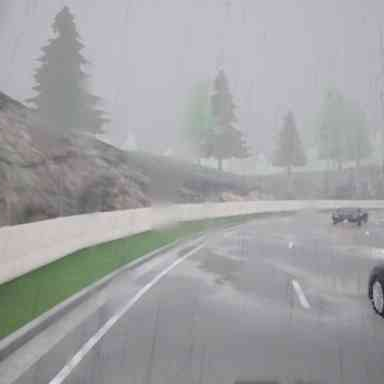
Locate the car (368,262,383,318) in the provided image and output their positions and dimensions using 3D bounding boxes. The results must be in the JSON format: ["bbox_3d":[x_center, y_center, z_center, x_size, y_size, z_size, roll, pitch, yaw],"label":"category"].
[{"bbox_3d":[4.168,1.553,4.557,1.837,1.490,4.892,0,0,6],"label":"car"}]

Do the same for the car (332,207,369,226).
[{"bbox_3d":[12.058,1.757,25.150,1.895,1.301,4.718,0,0,35],"label":"car"}]
